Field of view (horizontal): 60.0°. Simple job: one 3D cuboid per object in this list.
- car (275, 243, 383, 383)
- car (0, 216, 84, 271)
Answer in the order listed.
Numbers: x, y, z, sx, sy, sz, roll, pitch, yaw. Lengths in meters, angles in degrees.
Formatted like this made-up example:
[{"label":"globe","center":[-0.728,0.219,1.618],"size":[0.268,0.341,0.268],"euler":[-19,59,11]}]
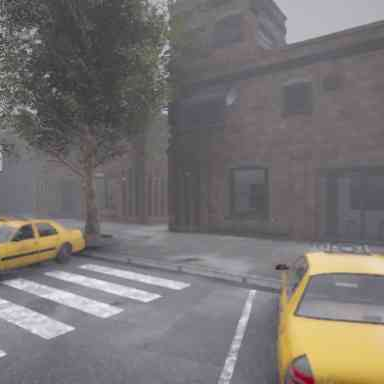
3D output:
[{"label":"car","center":[2.170,1.494,4.763],"size":[1.946,1.575,5.366],"euler":[0,-1,15]},{"label":"car","center":[-5.267,1.500,9.638],"size":[1.946,1.575,5.366],"euler":[1,-1,16]}]
